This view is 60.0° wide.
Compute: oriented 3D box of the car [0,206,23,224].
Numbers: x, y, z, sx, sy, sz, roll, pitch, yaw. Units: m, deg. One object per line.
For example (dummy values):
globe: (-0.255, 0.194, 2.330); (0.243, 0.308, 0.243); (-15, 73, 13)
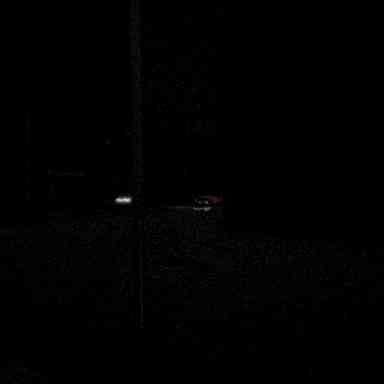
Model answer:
car: (-13.823, 1.549, 21.674); (1.895, 1.301, 4.718); (-2, 0, 35)

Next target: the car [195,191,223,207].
car: (2.604, 0.944, 44.682); (2.150, 2.045, 5.566); (-2, -1, 36)
